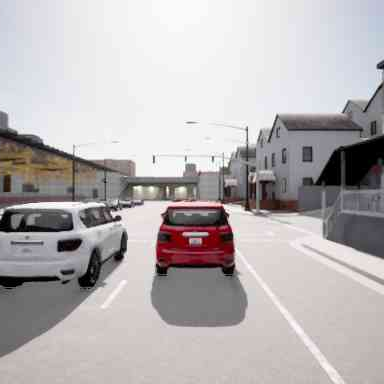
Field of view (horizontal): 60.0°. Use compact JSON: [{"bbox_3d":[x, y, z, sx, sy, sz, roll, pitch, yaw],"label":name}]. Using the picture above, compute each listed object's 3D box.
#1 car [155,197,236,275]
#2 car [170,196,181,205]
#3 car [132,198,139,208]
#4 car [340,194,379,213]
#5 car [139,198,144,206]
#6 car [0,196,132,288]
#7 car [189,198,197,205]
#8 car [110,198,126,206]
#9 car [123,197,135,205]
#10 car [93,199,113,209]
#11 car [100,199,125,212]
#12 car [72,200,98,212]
[{"bbox_3d":[0.103,1.294,10.852,2.150,2.045,5.566,0,0,0],"label":"car"},{"bbox_3d":[-3.385,1.785,68.780,2.097,1.767,4.553,0,0,0],"label":"car"},{"bbox_3d":[-10.501,1.887,54.002,2.033,1.411,5.357,0,0,0],"label":"car"},{"bbox_3d":[14.880,1.030,28.373,5.357,1.411,2.033,-16,0,-1],"label":"car"},{"bbox_3d":[-10.429,1.952,64.291,2.033,1.411,5.357,0,0,0],"label":"car"},{"bbox_3d":[-3.403,1.286,9.583,2.150,2.045,5.566,0,0,0],"label":"car"},{"bbox_3d":[0.203,1.963,69.682,1.812,1.442,4.674,0,0,0],"label":"car"},{"bbox_3d":[-13.941,1.900,62.935,1.837,1.490,4.892,0,0,0],"label":"car"},{"bbox_3d":[-13.877,1.954,73.349,1.837,1.490,4.892,0,0,0],"label":"car"},{"bbox_3d":[-14.001,1.856,52.580,1.812,1.442,4.674,0,0,0],"label":"car"},{"bbox_3d":[-10.526,1.770,44.253,2.128,1.511,4.902,0,0,0],"label":"car"},{"bbox_3d":[-14.026,1.840,43.839,1.994,1.385,4.181,0,0,0],"label":"car"}]
